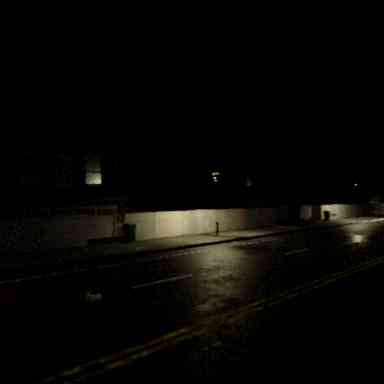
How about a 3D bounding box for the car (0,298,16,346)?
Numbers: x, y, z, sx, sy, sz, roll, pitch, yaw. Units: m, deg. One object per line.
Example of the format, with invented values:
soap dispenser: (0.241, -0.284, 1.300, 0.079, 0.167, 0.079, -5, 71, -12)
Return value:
car: (-4.787, 1.791, 3.719, 4.718, 1.301, 1.895, 0, -2, -43)
